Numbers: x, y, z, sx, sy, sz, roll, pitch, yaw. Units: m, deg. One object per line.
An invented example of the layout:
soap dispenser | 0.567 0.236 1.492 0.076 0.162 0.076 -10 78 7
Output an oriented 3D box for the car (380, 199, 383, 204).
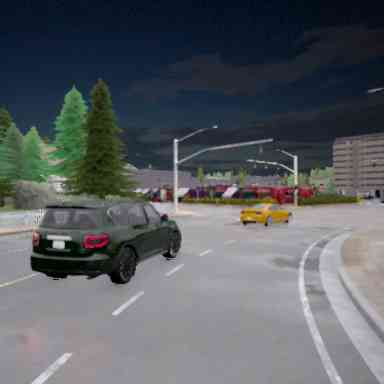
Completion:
car | 38.944 1.712 65.948 4.181 1.385 1.994 0 0 -44

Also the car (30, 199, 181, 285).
car | -2.122 1.247 9.870 2.150 2.045 5.566 0 0 18

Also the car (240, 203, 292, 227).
car | 5.282 1.534 23.380 1.882 1.535 5.008 0 0 41

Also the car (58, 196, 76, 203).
car | -26.625 1.605 70.624 1.895 1.301 4.718 0 0 -43
